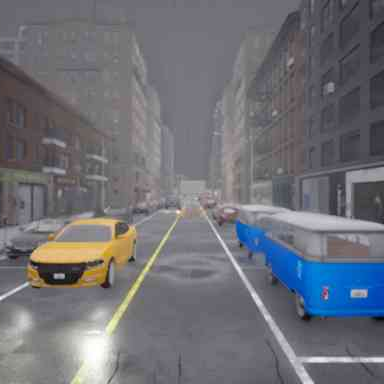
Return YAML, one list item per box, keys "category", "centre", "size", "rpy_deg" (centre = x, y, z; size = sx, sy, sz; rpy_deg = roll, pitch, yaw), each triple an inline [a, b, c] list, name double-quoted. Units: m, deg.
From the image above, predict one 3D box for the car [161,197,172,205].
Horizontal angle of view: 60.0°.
- category: "car"
  centre: [-5.273, 1.832, 69.635]
  size: [1.967, 1.590, 4.097]
  rpy_deg: [0, 0, 0]

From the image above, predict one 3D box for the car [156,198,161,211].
- category: "car"
  centre: [-5.321, 1.785, 41.224]
  size: [2.008, 1.369, 4.403]
  rpy_deg: [0, 0, 0]

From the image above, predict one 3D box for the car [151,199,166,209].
- category: "car"
  centre: [-5.302, 1.863, 52.588]
  size: [1.947, 1.339, 4.313]
  rpy_deg: [0, 0, 0]

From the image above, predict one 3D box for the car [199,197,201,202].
- category: "car"
  centre: [2.733, 1.875, 58.258]
  size: [1.887, 1.381, 4.507]
  rpy_deg: [0, 0, 0]

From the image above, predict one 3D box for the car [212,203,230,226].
- category: "car"
  centre: [2.676, 1.721, 24.164]
  size: [1.802, 1.307, 4.206]
  rpy_deg: [0, 0, 0]

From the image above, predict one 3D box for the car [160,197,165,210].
- category: "car"
  centre: [-5.311, 1.810, 46.906]
  size: [1.887, 1.381, 4.507]
  rpy_deg: [0, 0, 0]

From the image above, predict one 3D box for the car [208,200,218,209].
- category: "car"
  centre: [2.686, 1.698, 30.017]
  size: [1.752, 1.417, 4.829]
  rpy_deg: [0, 0, 0]

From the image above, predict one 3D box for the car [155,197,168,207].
- category: "car"
  centre: [-5.292, 1.769, 58.271]
  size: [1.967, 1.590, 4.097]
  rpy_deg: [0, 0, 0]

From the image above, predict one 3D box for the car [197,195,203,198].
- category: "car"
  centre: [2.752, 1.708, 69.623]
  size: [2.192, 1.841, 5.009]
  rpy_deg: [0, 0, 0]

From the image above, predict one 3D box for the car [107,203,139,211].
- category: "car"
  centre: [-5.349, 1.704, 24.177]
  size: [1.947, 1.339, 4.313]
  rpy_deg: [0, 0, 0]

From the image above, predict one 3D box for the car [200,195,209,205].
- category: "car"
  centre: [2.723, 1.739, 52.576]
  size: [1.967, 1.590, 4.097]
  rpy_deg: [0, 0, 0]

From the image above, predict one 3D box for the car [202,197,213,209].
- category: "car"
  centre: [2.714, 1.812, 46.893]
  size: [1.887, 1.381, 4.507]
  rpy_deg: [0, 0, 0]

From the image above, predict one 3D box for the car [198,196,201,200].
- category: "car"
  centre: [2.742, 1.912, 63.940]
  size: [2.008, 1.369, 4.403]
  rpy_deg: [0, 0, 0]

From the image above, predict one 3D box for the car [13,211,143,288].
- category: "car"
  centre: [-2.825, 1.534, 9.624]
  size: [1.882, 1.535, 5.008]
  rpy_deg: [0, 0, 0]

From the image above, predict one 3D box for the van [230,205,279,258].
- category: "van"
  centre: [2.657, 1.416, 12.801]
  size: [1.690, 1.788, 3.998]
  rpy_deg: [0, 0, 0]

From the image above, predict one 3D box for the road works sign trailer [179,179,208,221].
- category: "road works sign trailer"
  centre: [0.047, 0.631, 29.044]
  size: [2.380, 3.560, 2.880]
  rpy_deg: [0, 0, 0]

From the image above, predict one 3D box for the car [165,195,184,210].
- category: "car"
  centre: [-2.759, 1.494, 48.091]
  size: [2.150, 2.045, 5.566]
  rpy_deg: [0, 0, 0]

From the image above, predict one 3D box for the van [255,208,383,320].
- category: "van"
  centre: [2.648, 1.384, 7.119]
  size: [1.690, 1.788, 3.998]
  rpy_deg: [0, 0, 0]

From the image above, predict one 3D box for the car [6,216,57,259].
- category: "car"
  centre: [-5.368, 1.624, 12.813]
  size: [2.008, 1.369, 4.403]
  rpy_deg: [0, 0, 0]

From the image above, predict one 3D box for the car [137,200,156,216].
- category: "car"
  centre: [-5.330, 1.747, 35.542]
  size: [1.887, 1.381, 4.507]
  rpy_deg: [0, 0, 0]
